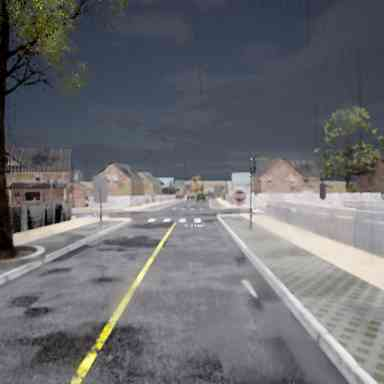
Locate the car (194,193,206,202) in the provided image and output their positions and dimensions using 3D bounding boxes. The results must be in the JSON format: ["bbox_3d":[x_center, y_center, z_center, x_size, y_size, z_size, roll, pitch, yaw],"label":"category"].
[{"bbox_3d":[2.202,1.326,81.089,2.150,2.045,5.566,0,0,3],"label":"car"}]

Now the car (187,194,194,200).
[{"bbox_3d":[-0.319,1.270,85.371,2.128,1.511,4.902,0,0,3],"label":"car"}]
